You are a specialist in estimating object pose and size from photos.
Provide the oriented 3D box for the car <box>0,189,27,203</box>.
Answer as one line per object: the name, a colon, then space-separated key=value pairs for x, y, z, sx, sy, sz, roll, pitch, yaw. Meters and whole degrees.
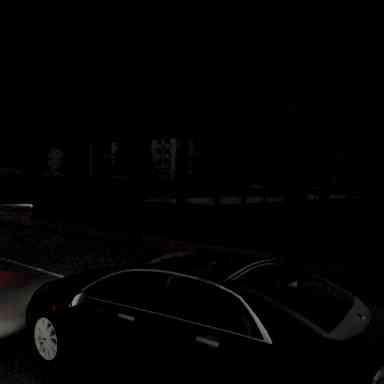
car: x=-19.464 y=0.419 z=35.495 sx=2.128 sy=1.511 sz=4.902 roll=2 pitch=1 yaw=38

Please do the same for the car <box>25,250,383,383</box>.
car: x=-0.131 y=1.490 z=4.076 sx=4.892 sy=1.490 sz=1.837 roll=1 pitch=0 yaw=36

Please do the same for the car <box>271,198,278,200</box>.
car: x=16.862 y=0.832 z=65.628 sx=1.837 sy=1.490 sz=4.892 roll=2 pitch=1 yaw=37

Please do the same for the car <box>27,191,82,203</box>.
car: x=-14.531 y=0.595 z=36.158 sx=2.033 sy=1.411 sz=5.357 roll=2 pitch=1 yaw=38
